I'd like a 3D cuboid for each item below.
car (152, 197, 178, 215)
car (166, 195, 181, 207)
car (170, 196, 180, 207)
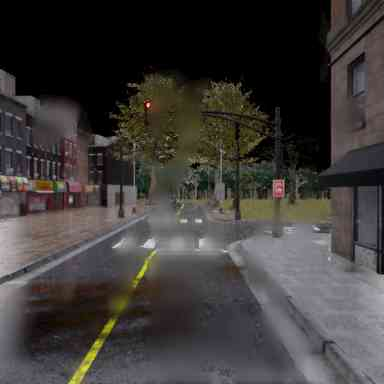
[{"bbox_3d":[-2.919,1.530,34.090,2.128,1.511,4.902,0,0,0],"label":"car"},{"bbox_3d":[-2.979,1.446,54.229,2.097,1.767,4.553,0,0,0],"label":"car"},{"bbox_3d":[-2.943,1.614,43.998,2.033,1.411,5.357,0,0,0],"label":"car"}]
